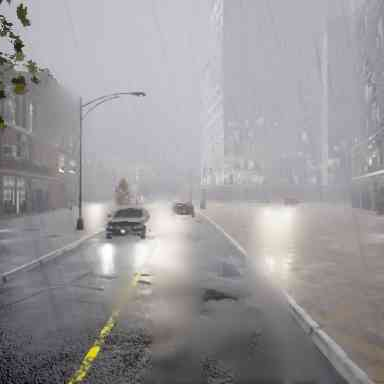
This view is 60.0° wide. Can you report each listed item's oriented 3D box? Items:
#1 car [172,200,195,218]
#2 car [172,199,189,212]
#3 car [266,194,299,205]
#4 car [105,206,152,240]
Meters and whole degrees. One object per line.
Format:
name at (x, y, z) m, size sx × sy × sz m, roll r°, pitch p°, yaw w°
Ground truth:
car at (-0.817, 1.483, 30.774) m, size 1.882 × 1.535 × 5.008 m, roll 0°, pitch 0°, yaw -3°
car at (-1.499, 1.607, 40.650) m, size 1.895 × 1.301 × 4.718 m, roll 0°, pitch 0°, yaw -4°
car at (13.945, 1.201, 51.509) m, size 5.009 × 1.841 × 2.192 m, roll 0°, pitch -1°, yaw 15°
car at (-3.138, 1.506, 17.203) m, size 1.837 × 1.490 × 4.892 m, roll 0°, pitch 0°, yaw -2°
